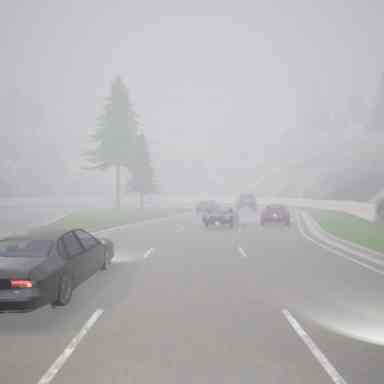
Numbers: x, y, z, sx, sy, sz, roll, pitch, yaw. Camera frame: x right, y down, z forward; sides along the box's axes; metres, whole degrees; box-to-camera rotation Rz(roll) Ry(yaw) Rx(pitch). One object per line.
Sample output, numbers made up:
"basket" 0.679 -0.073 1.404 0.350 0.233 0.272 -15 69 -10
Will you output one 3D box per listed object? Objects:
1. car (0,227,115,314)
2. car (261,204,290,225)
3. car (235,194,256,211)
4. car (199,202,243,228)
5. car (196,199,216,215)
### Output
"car" -3.347 1.549 7.923 2.033 1.411 5.357 0 0 1
"car" 6.134 1.570 24.310 1.994 1.385 4.181 0 0 16
"car" 6.570 1.226 41.295 2.150 2.045 5.566 1 -1 1
"car" 2.054 1.606 22.361 1.895 1.301 4.718 0 0 14
"car" 1.718 1.499 34.449 2.128 1.511 4.902 0 0 15
